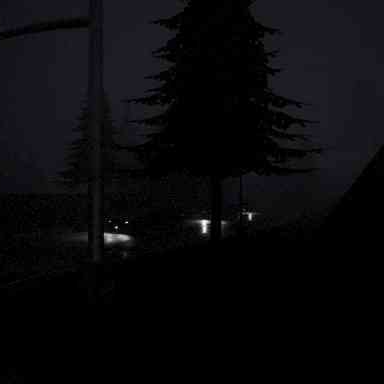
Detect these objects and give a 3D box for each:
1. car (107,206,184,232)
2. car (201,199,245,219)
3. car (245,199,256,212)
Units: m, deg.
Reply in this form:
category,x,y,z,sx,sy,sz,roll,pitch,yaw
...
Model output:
category,x,y,z,sx,sy,sz,roll,pitch,yaw
car,-2.629,1.547,20.380,2.033,1.411,5.357,0,0,35
car,2.691,1.547,29.248,2.033,1.411,5.357,0,0,26
car,6.459,1.547,38.985,2.033,1.411,5.357,0,0,16
